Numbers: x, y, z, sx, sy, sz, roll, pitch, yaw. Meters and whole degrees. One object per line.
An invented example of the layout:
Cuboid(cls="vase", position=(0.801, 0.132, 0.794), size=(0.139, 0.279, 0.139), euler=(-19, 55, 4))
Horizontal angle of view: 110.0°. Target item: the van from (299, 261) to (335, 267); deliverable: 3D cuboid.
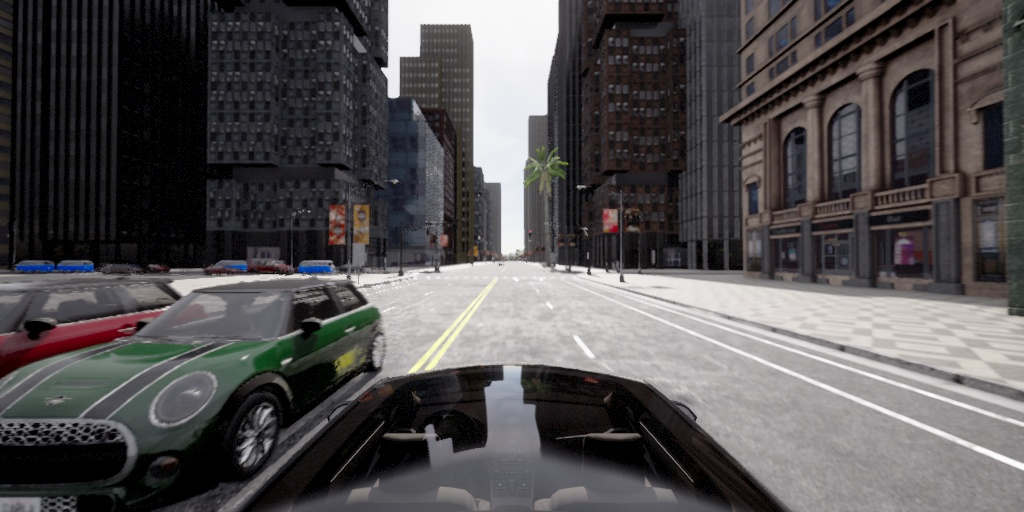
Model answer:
Cuboid(cls="van", position=(-23.565, 1.471, 43.441), size=(3.998, 1.789, 1.690), euler=(0, 0, 0))

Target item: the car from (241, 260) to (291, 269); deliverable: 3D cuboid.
Cuboid(cls="car", position=(-29.242, 1.441, 43.439), size=(5.009, 1.841, 2.192), euler=(0, 0, 0))

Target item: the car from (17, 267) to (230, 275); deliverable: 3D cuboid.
Cuboid(cls="car", position=(-6.601, 1.132, 4.712), size=(2.097, 1.767, 4.553), euler=(0, -1, 0))

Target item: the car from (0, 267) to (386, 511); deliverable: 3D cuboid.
Cuboid(cls="car", position=(-3.351, 1.131, 4.682), size=(2.097, 1.767, 4.553), euler=(0, -1, 0))

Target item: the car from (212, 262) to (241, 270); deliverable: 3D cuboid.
Cuboid(cls="car", position=(-34.920, 1.706, 43.437), size=(4.207, 1.307, 1.802), euler=(0, 0, 0))

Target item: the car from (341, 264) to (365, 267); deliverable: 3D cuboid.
Cuboid(cls="car", position=(-23.569, 1.789, 51.965), size=(4.403, 1.370, 2.007), euler=(0, 0, 0))
